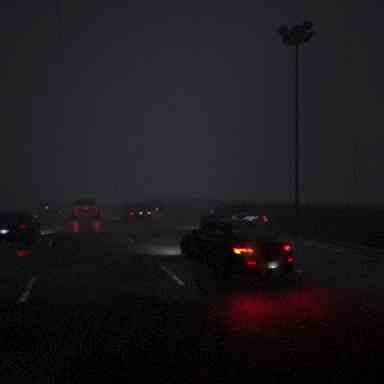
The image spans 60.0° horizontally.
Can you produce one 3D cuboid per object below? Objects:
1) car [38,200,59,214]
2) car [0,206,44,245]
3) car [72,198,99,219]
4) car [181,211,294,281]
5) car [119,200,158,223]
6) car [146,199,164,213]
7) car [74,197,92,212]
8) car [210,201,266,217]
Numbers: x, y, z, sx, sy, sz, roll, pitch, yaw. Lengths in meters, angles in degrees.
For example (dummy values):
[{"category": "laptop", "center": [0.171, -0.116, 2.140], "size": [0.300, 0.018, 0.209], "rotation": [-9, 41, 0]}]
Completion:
[{"category": "car", "center": [-15.118, 1.557, 35.019], "size": [1.994, 1.385, 4.181], "rotation": [0, 0, -19]}, {"category": "car", "center": [-8.200, 1.561, 15.278], "size": [1.994, 1.385, 4.181], "rotation": [0, 0, -19]}, {"category": "car", "center": [-9.222, 1.346, 28.768], "size": [2.097, 1.767, 4.553], "rotation": [0, 0, -19]}, {"category": "car", "center": [1.111, 1.524, 9.876], "size": [1.812, 1.442, 4.674], "rotation": [0, 0, -19]}, {"category": "car", "center": [-4.434, 1.543, 25.689], "size": [2.033, 1.411, 5.357], "rotation": [0, 0, -19]}, {"category": "car", "center": [-4.360, 1.497, 36.070], "size": [1.837, 1.490, 4.892], "rotation": [0, -1, -19]}, {"category": "car", "center": [-13.310, 1.470, 40.433], "size": [1.882, 1.535, 5.008], "rotation": [0, 0, -20]}, {"category": "car", "center": [2.100, 1.350, 17.640], "size": [2.097, 1.767, 4.553], "rotation": [0, 0, -19]}]
